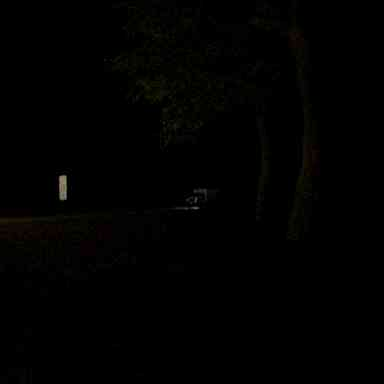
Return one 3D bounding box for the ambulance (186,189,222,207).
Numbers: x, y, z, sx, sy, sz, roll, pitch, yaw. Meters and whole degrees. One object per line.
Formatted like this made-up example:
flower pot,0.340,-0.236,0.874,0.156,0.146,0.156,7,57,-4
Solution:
ambulance,1.668,0.775,46.676,2.351,2.431,6.366,-2,-1,35
